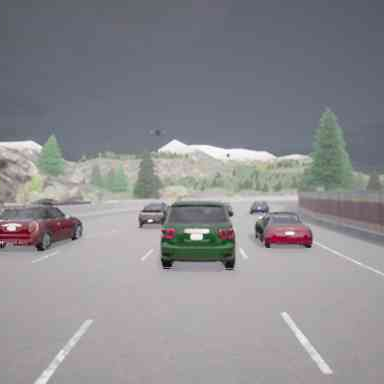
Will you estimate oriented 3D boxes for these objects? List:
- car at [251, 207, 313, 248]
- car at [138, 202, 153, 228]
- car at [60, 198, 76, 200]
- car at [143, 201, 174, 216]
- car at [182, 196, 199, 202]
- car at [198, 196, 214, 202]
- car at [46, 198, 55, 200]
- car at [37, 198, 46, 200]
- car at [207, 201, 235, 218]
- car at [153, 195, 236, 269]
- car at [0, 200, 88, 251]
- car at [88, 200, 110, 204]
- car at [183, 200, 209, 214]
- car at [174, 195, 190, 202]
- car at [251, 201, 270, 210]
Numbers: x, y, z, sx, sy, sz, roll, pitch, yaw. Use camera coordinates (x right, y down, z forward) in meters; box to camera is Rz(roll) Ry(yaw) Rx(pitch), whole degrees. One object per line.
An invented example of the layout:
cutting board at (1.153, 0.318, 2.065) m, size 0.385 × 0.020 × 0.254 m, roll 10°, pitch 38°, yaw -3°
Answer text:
car at (4.048, 1.607, 15.198) m, size 1.994 × 1.385 × 4.181 m, roll 0°, pitch 0°, yaw 4°
car at (-2.229, 1.554, 22.589) m, size 2.128 × 1.511 × 4.902 m, roll 0°, pitch 0°, yaw 7°
car at (-15.777, 1.729, 45.181) m, size 1.895 × 1.301 × 4.718 m, roll 0°, pitch 0°, yaw 15°
car at (-3.509, 1.701, 35.653) m, size 1.895 × 1.301 × 4.718 m, roll 0°, pitch 0°, yaw 12°
car at (-0.324, 1.674, 82.622) m, size 1.882 × 1.535 × 5.008 m, roll 0°, pitch 0°, yaw 28°
car at (3.489, 1.786, 82.247) m, size 1.895 × 1.301 × 4.718 m, roll 0°, pitch 0°, yaw 30°
car at (-18.421, 1.616, 48.640) m, size 1.882 × 1.535 × 5.008 m, roll 0°, pitch 0°, yaw 16°
car at (-21.893, 1.646, 49.205) m, size 1.837 × 1.490 × 4.892 m, roll 0°, pitch 0°, yaw 16°
car at (2.899, 1.637, 32.257) m, size 2.033 × 1.411 × 5.357 m, roll 0°, pitch 0°, yaw 12°
car at (0.268, 1.257, 11.397) m, size 2.150 × 2.045 × 5.566 m, roll 0°, pitch 0°, yaw 3°
car at (-6.525, 1.393, 14.479) m, size 2.097 × 1.767 × 4.553 m, roll 0°, pitch 0°, yaw 4°
car at (-12.294, 1.727, 44.662) m, size 1.895 × 1.301 × 4.718 m, roll 0°, pitch 0°, yaw 15°
car at (0.520, 1.667, 37.414) m, size 1.994 × 1.385 × 4.181 m, roll 0°, pitch 0°, yaw 13°
car at (-2.488, 1.543, 85.893) m, size 2.097 × 1.767 × 4.553 m, roll 0°, pitch 0°, yaw 30°
car at (7.538, 1.664, 36.681) m, size 1.994 × 1.385 × 4.181 m, roll 0°, pitch 0°, yaw 14°
